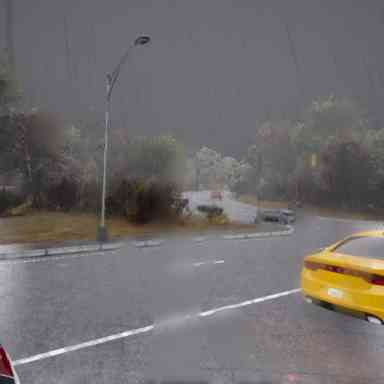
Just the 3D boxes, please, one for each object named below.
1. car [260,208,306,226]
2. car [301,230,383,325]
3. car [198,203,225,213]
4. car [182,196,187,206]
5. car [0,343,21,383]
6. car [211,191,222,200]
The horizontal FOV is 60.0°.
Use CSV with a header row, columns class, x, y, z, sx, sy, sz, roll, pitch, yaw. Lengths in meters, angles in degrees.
class,x,y,z,sx,sy,sz,roll,pitch,yaw
car,7.781,2.116,28.719,1.994,1.385,4.181,3,-2,-25
car,4.374,1.543,6.873,5.008,1.535,1.882,1,-1,-35
car,2.390,2.069,41.297,1.895,1.301,4.718,2,0,-19
car,-2.039,1.486,56.966,2.128,1.511,4.902,2,2,-12
car,-3.217,1.353,1.456,4.553,1.767,2.097,0,0,-35
car,5.747,0.741,78.981,2.150,2.045,5.566,2,2,-1
